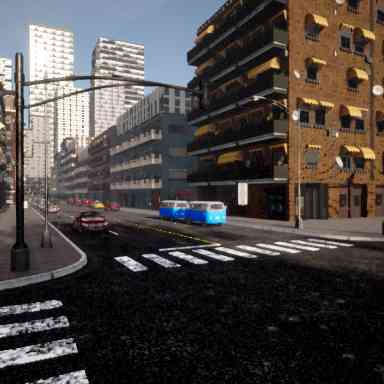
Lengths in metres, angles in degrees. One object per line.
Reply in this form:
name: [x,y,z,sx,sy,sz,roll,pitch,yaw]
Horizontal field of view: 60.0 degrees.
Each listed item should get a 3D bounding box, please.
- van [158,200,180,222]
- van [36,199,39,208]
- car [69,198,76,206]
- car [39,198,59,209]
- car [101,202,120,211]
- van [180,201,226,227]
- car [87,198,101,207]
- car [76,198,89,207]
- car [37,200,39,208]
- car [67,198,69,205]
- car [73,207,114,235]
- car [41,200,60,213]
van: [-1.652,1.668,29.952,1.690,1.788,3.998,-1,0,-27]
van: [-27.102,2.205,60.964,1.690,1.788,3.998,-1,0,-27]
car: [-27.401,2.365,79.700,2.192,1.841,5.009,-1,0,-27]
car: [-21.951,2.159,51.014,1.967,1.590,4.097,-1,0,-27]
car: [-11.947,2.197,49.851,1.802,1.307,4.206,-1,0,-27]
van: [0.922,1.596,24.977,1.690,1.788,3.998,-1,0,-27]
car: [-17.176,2.287,59.952,1.752,1.417,4.829,-1,0,-27]
car: [-22.252,2.220,69.751,2.192,1.841,5.009,-1,0,-27]
car: [-24.523,2.342,55.989,2.008,1.369,4.403,-1,0,-27]
car: [-32.551,2.511,89.650,2.192,1.841,5.009,-1,0,-27]
car: [-6.499,1.868,21.165,1.802,1.307,4.206,-1,0,-27]
car: [-19.373,2.229,46.039,1.802,1.307,4.206,-1,0,-27]
